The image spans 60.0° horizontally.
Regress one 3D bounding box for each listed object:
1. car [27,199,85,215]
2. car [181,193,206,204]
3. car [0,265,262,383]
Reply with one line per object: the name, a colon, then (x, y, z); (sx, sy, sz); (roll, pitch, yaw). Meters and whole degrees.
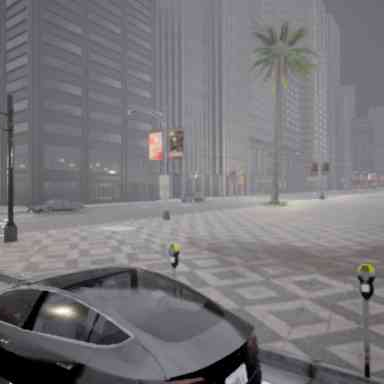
car: (-13.099, 1.361, 32.444); (2.033, 1.411, 5.357); (-1, 1, 36)
car: (0.287, 0.968, 51.042); (1.837, 1.490, 4.892); (-1, 0, 36)
car: (-1.330, 1.576, 3.916); (4.313, 1.339, 1.947); (0, 0, 35)
